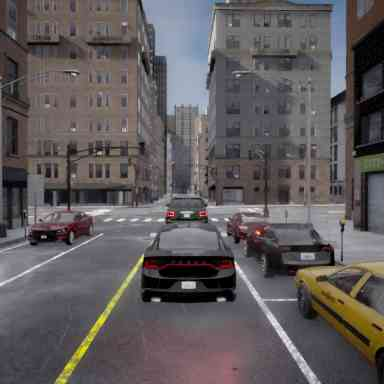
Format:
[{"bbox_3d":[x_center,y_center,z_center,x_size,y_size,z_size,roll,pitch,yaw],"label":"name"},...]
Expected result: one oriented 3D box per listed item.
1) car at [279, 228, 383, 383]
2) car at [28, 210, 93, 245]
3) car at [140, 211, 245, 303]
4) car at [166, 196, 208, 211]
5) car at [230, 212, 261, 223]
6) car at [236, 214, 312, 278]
[{"bbox_3d":[2.803,1.524,4.569,1.752,1.417,4.829,-1,0,-1],"label":"car"},{"bbox_3d":[-5.913,1.539,15.432,1.887,1.381,4.507,-1,0,-1],"label":"car"},{"bbox_3d":[-0.079,1.475,8.292,1.882,1.535,5.008,0,0,0],"label":"car"},{"bbox_3d":[-0.284,1.215,18.423,2.150,2.045,5.566,0,0,-1],"label":"car"},{"bbox_3d":[2.631,1.576,15.570,1.802,1.307,4.206,-1,0,-1],"label":"car"},{"bbox_3d":[2.719,1.562,9.985,1.947,1.339,4.313,-1,0,-1],"label":"car"}]
